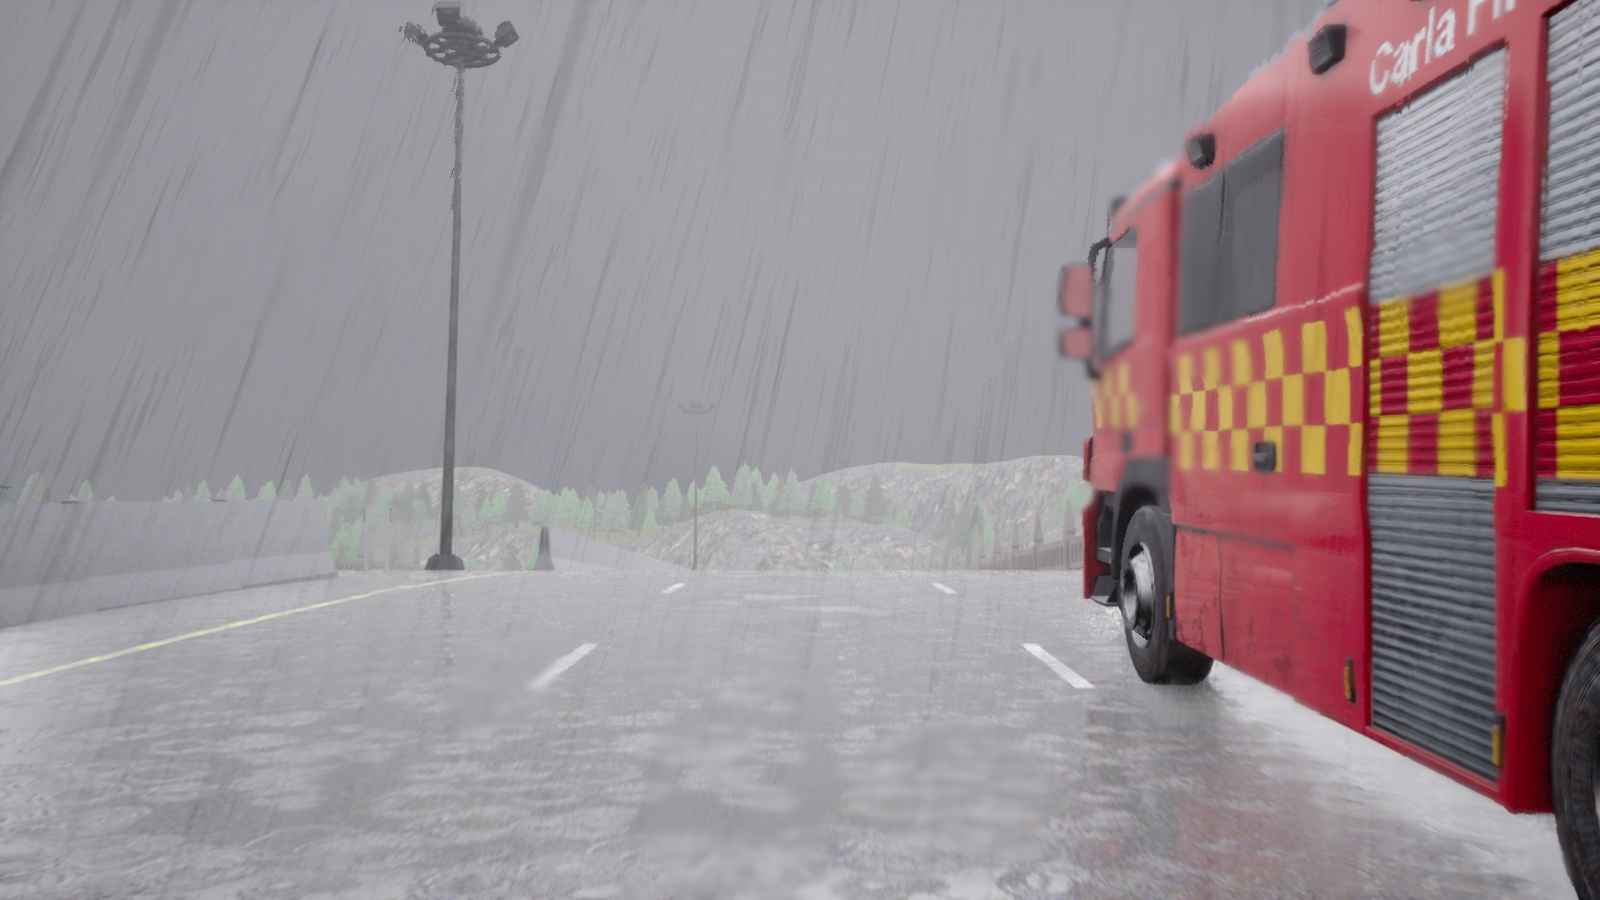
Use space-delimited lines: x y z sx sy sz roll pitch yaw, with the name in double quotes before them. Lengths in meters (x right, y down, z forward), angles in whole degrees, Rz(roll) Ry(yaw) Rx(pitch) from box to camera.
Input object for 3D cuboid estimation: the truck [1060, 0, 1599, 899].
"truck" 3.551 -0.396 6.046 2.891 3.827 8.468 0 0 0
